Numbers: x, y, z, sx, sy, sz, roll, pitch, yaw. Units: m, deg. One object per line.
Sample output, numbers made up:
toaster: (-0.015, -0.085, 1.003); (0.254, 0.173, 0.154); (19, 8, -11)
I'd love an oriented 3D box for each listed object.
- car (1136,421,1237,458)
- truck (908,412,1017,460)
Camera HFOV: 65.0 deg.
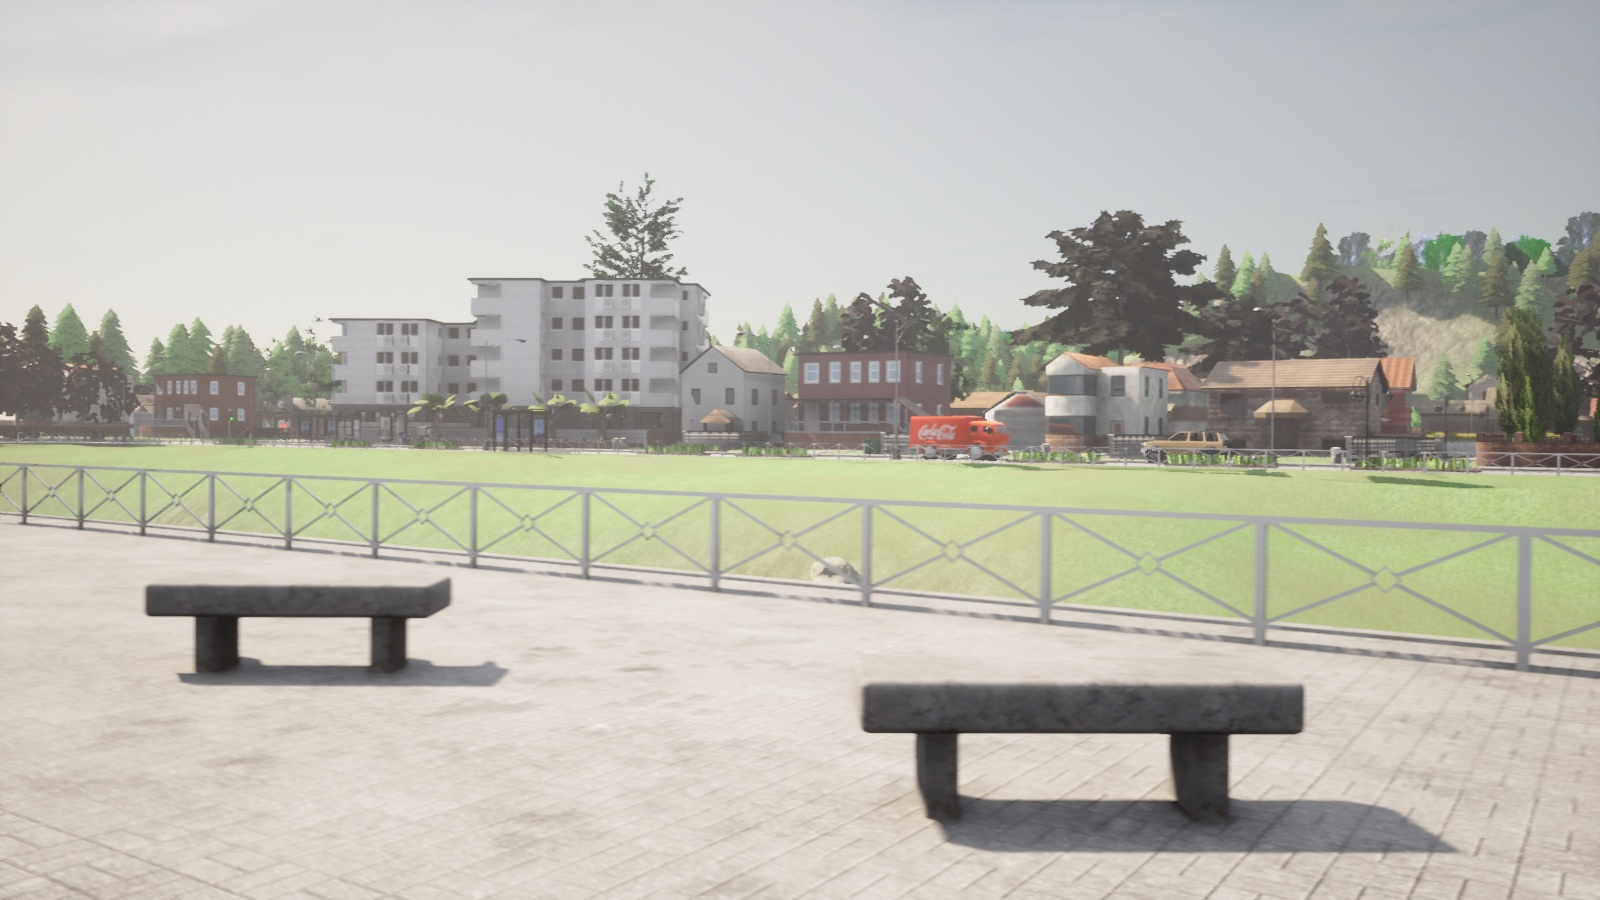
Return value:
car: (19.988, -0.520, 64.995); (4.605, 1.855, 1.932); (0, 1, 34)
truck: (8.744, -0.758, 67.660); (5.204, 2.467, 2.627); (0, 1, 34)
